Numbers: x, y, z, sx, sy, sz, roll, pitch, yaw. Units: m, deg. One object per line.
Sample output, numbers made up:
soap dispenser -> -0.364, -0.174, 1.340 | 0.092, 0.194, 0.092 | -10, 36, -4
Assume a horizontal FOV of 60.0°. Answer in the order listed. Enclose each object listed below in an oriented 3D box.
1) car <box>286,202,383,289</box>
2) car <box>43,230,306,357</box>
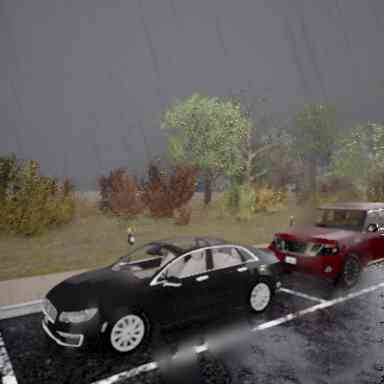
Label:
car -> 4.353, 1.247, 9.191 | 5.009, 1.841, 2.192 | -1, 1, -35
car -> -0.249, 1.527, 5.912 | 4.403, 1.369, 2.008 | -1, 1, -35
